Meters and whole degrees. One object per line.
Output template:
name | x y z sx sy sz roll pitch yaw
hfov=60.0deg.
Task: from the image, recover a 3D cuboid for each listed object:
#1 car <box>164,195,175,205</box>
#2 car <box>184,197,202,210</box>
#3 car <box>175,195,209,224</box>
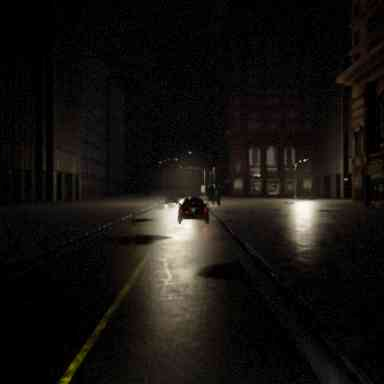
car | -3.046 1.177 50.210 1.812 1.442 4.674 0 0 0
car | 0.095 1.299 40.076 1.994 1.385 4.181 0 1 0
car | 0.092 1.201 23.729 2.097 1.767 4.553 0 0 0
